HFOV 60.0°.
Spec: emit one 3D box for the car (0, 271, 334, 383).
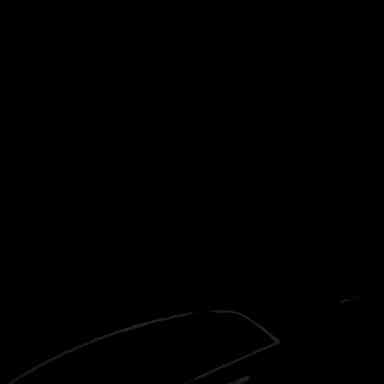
[{"bbox_3d":[-0.942,1.506,2.395,4.892,1.490,1.837,0,0,-35],"label":"car"}]
